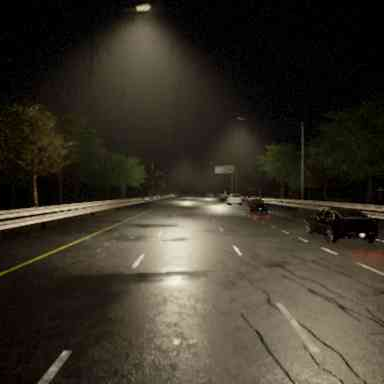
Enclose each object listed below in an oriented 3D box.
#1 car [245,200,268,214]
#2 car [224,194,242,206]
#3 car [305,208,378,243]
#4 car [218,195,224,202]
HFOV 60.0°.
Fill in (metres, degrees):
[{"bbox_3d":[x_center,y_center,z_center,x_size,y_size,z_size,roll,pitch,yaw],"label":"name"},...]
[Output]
[{"bbox_3d":[7.061,1.580,36.625,1.812,1.442,4.674,0,0,0],"label":"car"},{"bbox_3d":[7.158,1.326,56.676,2.150,2.045,5.566,0,0,0],"label":"car"},{"bbox_3d":[7.009,1.523,16.097,1.837,1.490,4.892,0,0,0],"label":"car"},{"bbox_3d":[7.299,1.478,77.133,2.097,1.767,4.553,0,0,0],"label":"car"}]
